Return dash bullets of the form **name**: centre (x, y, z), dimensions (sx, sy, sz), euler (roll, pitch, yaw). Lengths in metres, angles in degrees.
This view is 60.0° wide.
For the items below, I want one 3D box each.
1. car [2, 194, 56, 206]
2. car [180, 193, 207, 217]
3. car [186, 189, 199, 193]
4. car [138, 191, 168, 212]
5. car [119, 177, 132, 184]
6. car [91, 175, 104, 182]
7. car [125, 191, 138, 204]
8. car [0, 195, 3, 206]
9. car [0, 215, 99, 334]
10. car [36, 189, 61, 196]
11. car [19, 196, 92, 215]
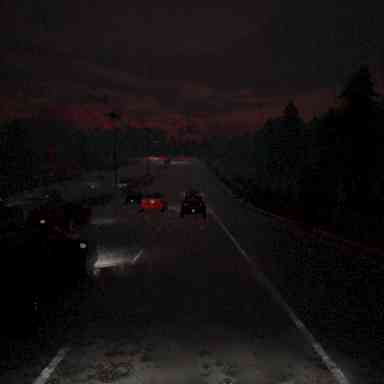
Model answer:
- **car**: centre (-14.090, 1.128, 29.094), dimensions (1.895, 1.301, 4.718), euler (0, 1, 0)
- **car**: centre (0.098, 1.072, 25.749), dimensions (2.128, 1.511, 4.902), euler (0, 1, 0)
- **car**: centre (0.097, 0.245, 47.317), dimensions (1.895, 1.301, 4.718), euler (0, 5, 0)
- **car**: centre (-3.401, 0.847, 30.803), dimensions (2.097, 1.767, 4.553), euler (0, 1, 0)
- **car**: centre (-13.966, -2.501, 69.973), dimensions (1.994, 1.385, 4.181), euler (0, 8, 0)
- **car**: centre (-20.946, -3.025, 73.716), dimensions (2.128, 1.511, 4.902), euler (0, 8, 0)
- **car**: centre (-6.902, 0.628, 40.545), dimensions (1.837, 1.490, 4.892), euler (0, 3, 0)
- **car**: centre (-21.083, 0.922, 34.423), dimensions (1.812, 1.442, 4.674), euler (0, 2, 0)
- **car**: centre (-3.401, 1.440, 6.481), dimensions (2.033, 1.411, 5.357), euler (0, 1, 0)
- **car**: centre (-17.577, 0.485, 40.267), dimensions (2.097, 1.767, 4.553), euler (0, 3, 0)
- **car**: centre (-6.901, 1.187, 17.846), dimensions (1.882, 1.535, 5.008), euler (0, 1, 0)
